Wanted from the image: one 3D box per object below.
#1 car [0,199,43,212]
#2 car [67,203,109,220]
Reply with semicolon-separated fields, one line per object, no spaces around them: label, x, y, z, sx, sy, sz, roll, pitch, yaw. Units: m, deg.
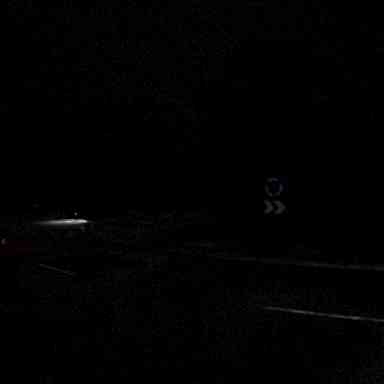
car;-20.493;1.571;39.439;5.357;1.411;2.033;1;0;8
car;-8.942;1.617;28.965;1.994;1.385;4.181;0;0;15
